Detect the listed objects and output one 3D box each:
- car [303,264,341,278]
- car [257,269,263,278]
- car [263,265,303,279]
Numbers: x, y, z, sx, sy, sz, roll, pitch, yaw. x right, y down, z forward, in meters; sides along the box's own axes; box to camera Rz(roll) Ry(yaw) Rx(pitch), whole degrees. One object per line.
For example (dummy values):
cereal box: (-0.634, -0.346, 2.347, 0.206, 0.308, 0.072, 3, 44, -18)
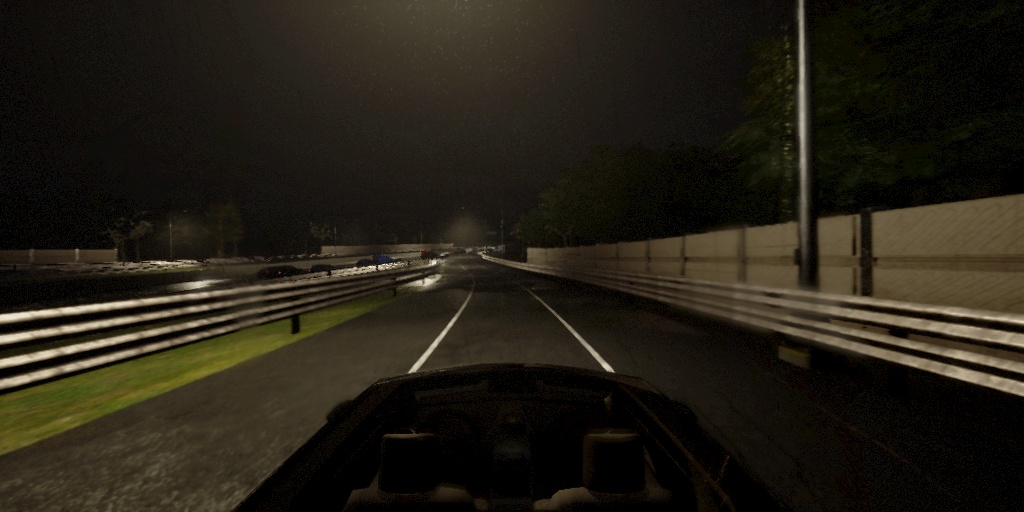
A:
car: (-24.951, 1.860, 47.976, 2.097, 1.767, 4.553, 0, 3, 9)
car: (-31.989, 2.111, 48.308, 1.994, 1.385, 4.181, 0, 3, 9)
car: (-28.813, 1.972, 46.024, 2.097, 1.767, 4.553, 0, 3, 9)
